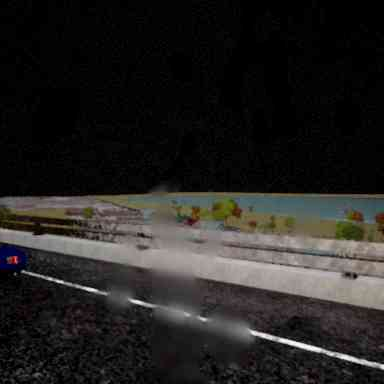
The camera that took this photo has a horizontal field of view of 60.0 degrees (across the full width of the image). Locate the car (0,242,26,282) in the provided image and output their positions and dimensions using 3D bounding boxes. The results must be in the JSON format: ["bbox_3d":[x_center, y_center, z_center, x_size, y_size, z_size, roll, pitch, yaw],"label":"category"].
[{"bbox_3d":[-6.358,1.629,8.575,4.718,1.301,1.895,0,0,36],"label":"car"}]
